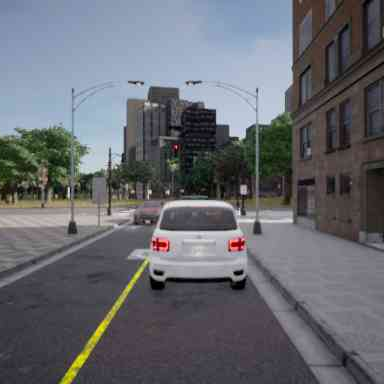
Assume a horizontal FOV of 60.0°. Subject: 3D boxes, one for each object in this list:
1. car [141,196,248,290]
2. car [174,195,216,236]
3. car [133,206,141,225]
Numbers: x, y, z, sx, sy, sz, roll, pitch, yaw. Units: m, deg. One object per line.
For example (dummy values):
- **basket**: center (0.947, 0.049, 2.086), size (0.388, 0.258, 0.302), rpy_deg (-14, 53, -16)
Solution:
- **car**: center (0.127, 1.229, 9.254), size (2.150, 2.045, 5.566), rpy_deg (0, 0, 0)
- **car**: center (0.150, 1.237, 19.822), size (2.150, 2.045, 5.566), rpy_deg (0, 0, 0)
- **car**: center (-2.938, 1.399, 24.335), size (2.097, 1.767, 4.553), rpy_deg (0, 0, 0)
